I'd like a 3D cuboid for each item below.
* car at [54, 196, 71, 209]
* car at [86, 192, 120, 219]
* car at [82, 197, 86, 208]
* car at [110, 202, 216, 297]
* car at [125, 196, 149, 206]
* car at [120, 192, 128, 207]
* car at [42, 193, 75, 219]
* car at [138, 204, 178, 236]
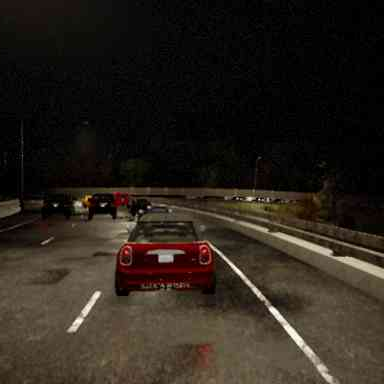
[{"bbox_3d":[-16.922,1.359,43.349,1.837,1.490,4.892,0,0,-24],"label":"car"},{"bbox_3d":[-7.531,1.125,28.025,2.150,2.045,5.566,0,0,-16],"label":"car"},{"bbox_3d":[-13.546,1.323,44.388,1.882,1.535,5.008,0,0,-24],"label":"car"},{"bbox_3d":[-0.661,1.320,8.697,2.097,1.767,4.553,0,0,-4],"label":"car"},{"bbox_3d":[-4.862,1.392,31.187,1.837,1.490,4.892,0,0,-16],"label":"car"},{"bbox_3d":[-9.882,1.063,44.789,2.150,2.045,5.566,0,0,-23],"label":"car"},{"bbox_3d":[-11.257,1.128,28.281,2.150,2.045,5.566,0,1,-15],"label":"car"},{"bbox_3d":[-2.042,1.494,18.952,1.994,1.385,4.181,0,0,-10],"label":"car"}]
